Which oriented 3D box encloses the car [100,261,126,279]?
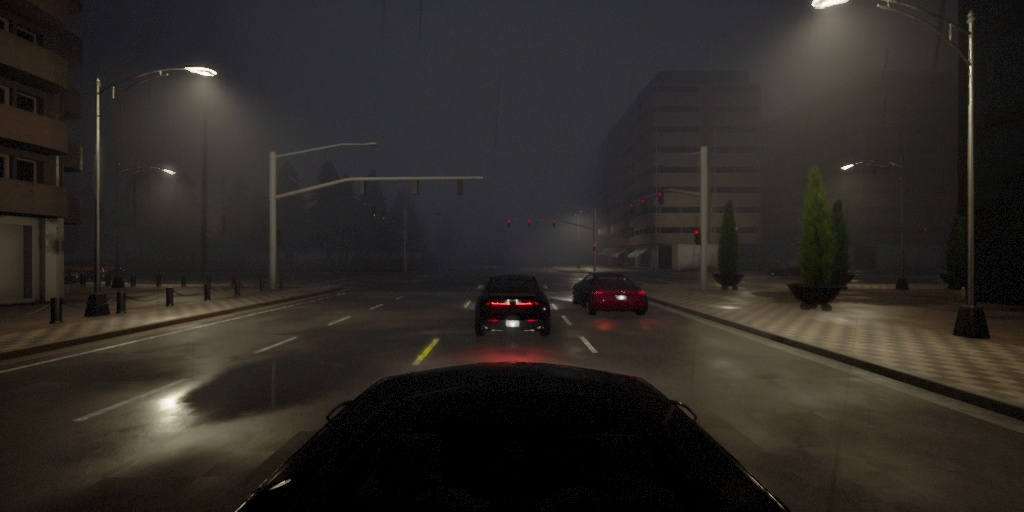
[{"bbox_3d":[-35.316,1.144,29.950,4.553,1.767,2.097,0,0,-1],"label":"car"}]

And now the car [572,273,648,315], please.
[{"bbox_3d":[3.514,1.309,13.530,1.994,1.385,4.181,0,0,0],"label":"car"}]

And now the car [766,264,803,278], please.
[{"bbox_3d":[27.180,1.392,34.369,4.718,1.301,1.895,0,0,-1],"label":"car"}]

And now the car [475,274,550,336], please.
[{"bbox_3d":[0.018,1.251,10.361,1.837,1.490,4.892,0,0,0],"label":"car"}]

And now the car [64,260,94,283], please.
[{"bbox_3d":[-34.535,1.285,26.457,4.902,1.511,2.128,0,0,-1],"label":"car"}]
